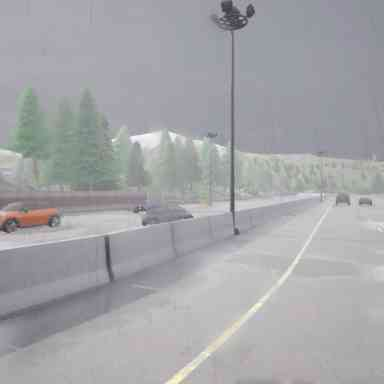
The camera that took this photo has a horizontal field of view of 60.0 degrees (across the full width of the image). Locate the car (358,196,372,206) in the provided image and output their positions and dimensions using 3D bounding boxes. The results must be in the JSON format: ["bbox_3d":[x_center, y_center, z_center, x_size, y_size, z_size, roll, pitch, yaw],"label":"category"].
[{"bbox_3d":[29.446,1.492,56.579,2.128,1.511,4.902,0,0,24],"label":"car"}]

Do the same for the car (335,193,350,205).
[{"bbox_3d":[25.960,1.221,57.348,2.150,2.045,5.566,0,0,24],"label":"car"}]

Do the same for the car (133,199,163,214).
[{"bbox_3d":[-4.076,1.358,32.907,1.994,1.385,4.181,0,0,24],"label":"car"}]

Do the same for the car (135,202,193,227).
[{"bbox_3d":[-1.531,1.564,21.581,1.994,1.385,4.181,0,0,24],"label":"car"}]

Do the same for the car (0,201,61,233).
[{"bbox_3d":[-10.071,1.351,19.608,2.097,1.767,4.553,0,0,24],"label":"car"}]
